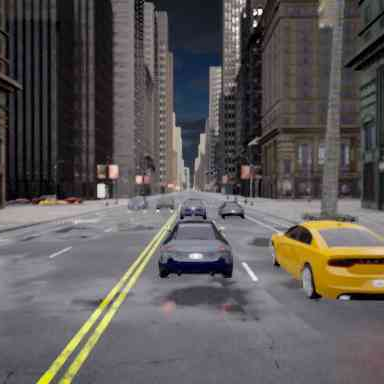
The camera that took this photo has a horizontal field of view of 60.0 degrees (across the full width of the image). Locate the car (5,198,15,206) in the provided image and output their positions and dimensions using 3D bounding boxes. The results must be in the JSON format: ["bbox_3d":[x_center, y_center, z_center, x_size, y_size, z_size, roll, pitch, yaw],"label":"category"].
[{"bbox_3d":[-33.788,1.916,57.621,4.403,1.369,2.008,-1,1,0],"label":"car"}]

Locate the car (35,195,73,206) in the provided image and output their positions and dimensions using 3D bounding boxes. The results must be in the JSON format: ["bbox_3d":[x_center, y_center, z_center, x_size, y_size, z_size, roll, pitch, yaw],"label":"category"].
[{"bbox_3d":[-23.847,1.755,57.599,4.829,1.417,1.752,-1,1,0],"label":"car"}]

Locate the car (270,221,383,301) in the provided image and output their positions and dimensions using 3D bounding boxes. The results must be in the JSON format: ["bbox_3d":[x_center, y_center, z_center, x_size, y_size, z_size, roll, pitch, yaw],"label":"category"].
[{"bbox_3d":[3.349,1.470,8.399,1.882,1.535,5.008,0,0,0],"label":"car"}]

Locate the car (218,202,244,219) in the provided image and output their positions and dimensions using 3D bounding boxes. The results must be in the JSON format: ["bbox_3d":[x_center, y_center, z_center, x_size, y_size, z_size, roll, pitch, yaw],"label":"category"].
[{"bbox_3d":[3.349,1.526,29.081,1.994,1.385,4.181,0,0,0],"label":"car"}]

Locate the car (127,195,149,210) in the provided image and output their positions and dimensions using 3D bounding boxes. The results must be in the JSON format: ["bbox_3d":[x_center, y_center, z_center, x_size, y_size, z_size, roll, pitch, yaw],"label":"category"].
[{"bbox_3d":[-6.575,1.291,40.971,2.097,1.767,4.553,0,0,0],"label":"car"}]

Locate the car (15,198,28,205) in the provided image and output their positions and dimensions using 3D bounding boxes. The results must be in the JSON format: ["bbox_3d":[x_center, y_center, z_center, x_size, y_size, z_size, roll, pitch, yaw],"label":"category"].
[{"bbox_3d":[-34.161,1.902,66.162,4.206,1.307,1.802,-1,1,0],"label":"car"}]

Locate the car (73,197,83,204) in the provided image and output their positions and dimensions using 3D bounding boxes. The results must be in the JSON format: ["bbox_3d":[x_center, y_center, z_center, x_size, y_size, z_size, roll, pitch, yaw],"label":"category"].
[{"bbox_3d":[-23.987,1.726,66.127,4.507,1.381,1.887,-1,1,0],"label":"car"}]

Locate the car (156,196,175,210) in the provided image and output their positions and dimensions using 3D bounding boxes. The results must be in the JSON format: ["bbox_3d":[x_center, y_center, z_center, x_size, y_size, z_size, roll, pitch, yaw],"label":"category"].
[{"bbox_3d":[-3.318,1.289,42.200,2.097,1.767,4.553,0,0,0],"label":"car"}]

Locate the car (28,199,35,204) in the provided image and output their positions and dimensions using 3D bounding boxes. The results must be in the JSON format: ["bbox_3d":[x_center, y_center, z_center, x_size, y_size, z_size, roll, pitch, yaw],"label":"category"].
[{"bbox_3d":[-29.078,1.566,66.140,5.009,1.841,2.192,-1,1,0],"label":"car"}]

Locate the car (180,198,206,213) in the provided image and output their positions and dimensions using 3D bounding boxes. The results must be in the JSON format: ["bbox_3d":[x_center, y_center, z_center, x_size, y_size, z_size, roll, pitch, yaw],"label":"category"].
[{"bbox_3d":[0.097,1.316,28.038,2.097,1.767,4.553,0,0,0],"label":"car"}]

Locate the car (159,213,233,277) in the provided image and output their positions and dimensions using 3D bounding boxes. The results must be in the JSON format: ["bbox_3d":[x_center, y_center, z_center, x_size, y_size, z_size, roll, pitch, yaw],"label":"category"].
[{"bbox_3d":[0.098,1.554,10.225,1.994,1.385,4.181,0,0,0],"label":"car"}]

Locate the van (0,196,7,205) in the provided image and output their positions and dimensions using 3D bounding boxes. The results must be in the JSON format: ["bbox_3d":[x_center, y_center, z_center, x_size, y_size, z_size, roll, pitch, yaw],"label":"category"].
[{"bbox_3d":[-39.252,1.730,66.174,3.998,1.788,1.690,-1,1,0],"label":"van"}]
